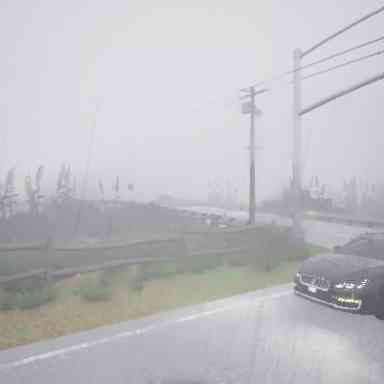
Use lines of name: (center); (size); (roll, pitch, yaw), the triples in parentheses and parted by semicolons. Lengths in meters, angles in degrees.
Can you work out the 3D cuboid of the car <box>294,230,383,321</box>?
car: (4.479, 1.603, 7.246); (4.892, 1.490, 1.837); (1, -2, -24)
